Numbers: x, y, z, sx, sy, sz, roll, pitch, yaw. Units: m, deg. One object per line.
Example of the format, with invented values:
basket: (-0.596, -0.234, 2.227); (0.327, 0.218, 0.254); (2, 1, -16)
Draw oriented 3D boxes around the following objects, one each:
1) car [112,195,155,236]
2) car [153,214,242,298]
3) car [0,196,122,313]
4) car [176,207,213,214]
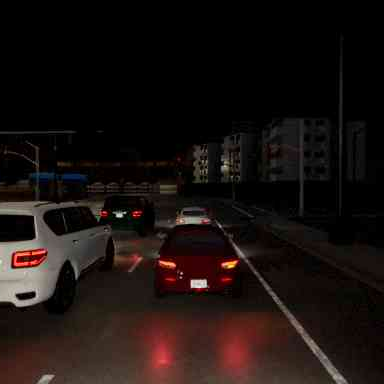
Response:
car: (-3.359, 1.179, 18.131); (2.150, 2.045, 5.566); (0, 0, 0)
car: (0.117, 1.521, 8.416); (1.812, 1.442, 4.674); (0, 0, 0)
car: (-3.386, 1.218, 7.772); (2.150, 2.045, 5.566); (0, 0, 0)
car: (0.108, 1.490, 17.503); (1.812, 1.442, 4.674); (0, 0, 1)
